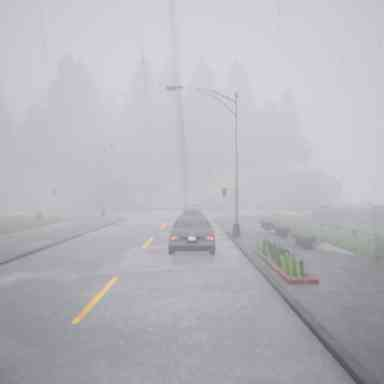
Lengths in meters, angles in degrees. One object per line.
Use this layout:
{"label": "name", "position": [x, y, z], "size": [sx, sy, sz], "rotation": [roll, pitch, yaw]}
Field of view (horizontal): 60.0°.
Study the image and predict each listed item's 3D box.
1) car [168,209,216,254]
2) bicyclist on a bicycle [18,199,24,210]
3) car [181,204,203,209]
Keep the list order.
{"label": "car", "position": [0.001, 1.677, 13.983], "size": [2.033, 1.411, 5.357], "rotation": [0, 0, 0]}
{"label": "bicyclist on a bicycle", "position": [-23.942, 1.779, 46.564], "size": [0.582, 1.620, 1.656], "rotation": [0, 0, 0]}
{"label": "car", "position": [-0.010, 1.797, 29.371], "size": [1.812, 1.442, 4.674], "rotation": [0, 0, 0]}
